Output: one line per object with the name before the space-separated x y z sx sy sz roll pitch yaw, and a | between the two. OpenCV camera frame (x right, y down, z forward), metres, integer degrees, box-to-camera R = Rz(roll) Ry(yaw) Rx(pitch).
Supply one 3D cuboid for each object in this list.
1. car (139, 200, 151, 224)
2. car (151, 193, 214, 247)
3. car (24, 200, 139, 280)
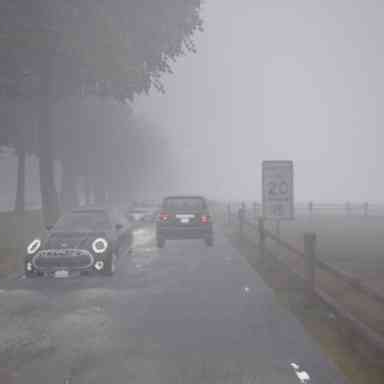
car | -3.343 1.308 22.547 2.128 1.511 4.902 -1 0 -1
car | -0.315 1.078 14.365 2.150 2.045 5.566 -1 0 -1
car | -3.053 1.277 9.890 2.097 1.767 4.553 -1 1 -1
